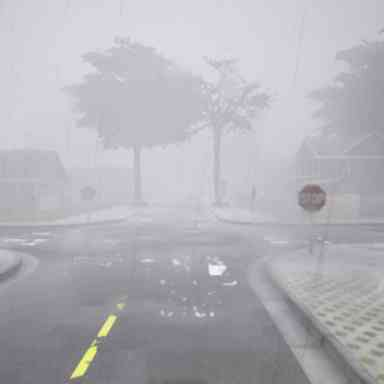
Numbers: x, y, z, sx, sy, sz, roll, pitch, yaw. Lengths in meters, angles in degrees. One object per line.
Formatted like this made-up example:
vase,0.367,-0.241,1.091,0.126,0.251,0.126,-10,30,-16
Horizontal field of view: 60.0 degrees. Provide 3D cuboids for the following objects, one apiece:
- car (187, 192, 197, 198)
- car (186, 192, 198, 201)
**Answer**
car,-0.002,0.630,69.905,1.895,1.301,4.718,0,1,0
car,-0.002,0.827,59.874,1.812,1.442,4.674,0,1,0
